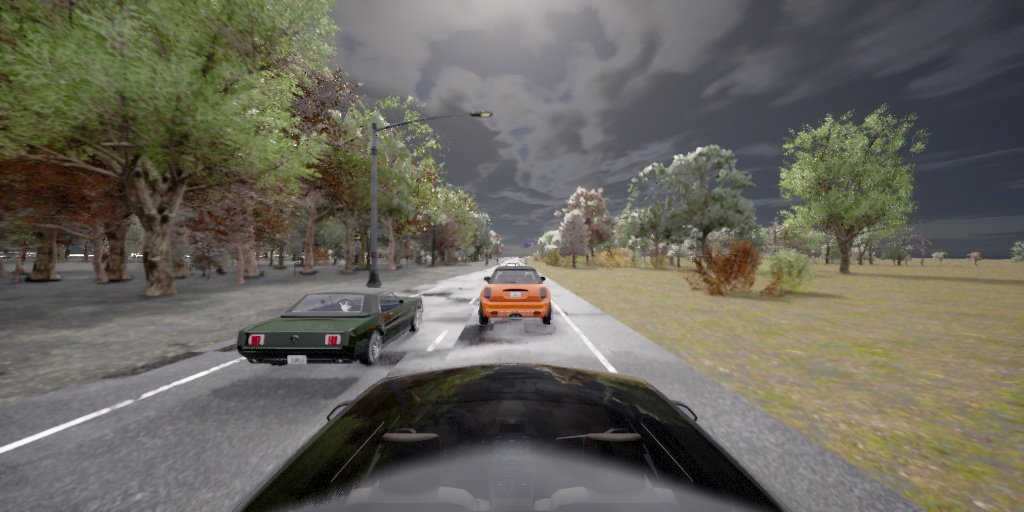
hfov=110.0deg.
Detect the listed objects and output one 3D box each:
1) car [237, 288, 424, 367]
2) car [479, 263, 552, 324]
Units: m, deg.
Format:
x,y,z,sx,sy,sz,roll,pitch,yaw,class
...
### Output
x,y,z,sx,sy,sz,roll,pitch,yaw,class
-3.380,1.352,7.894,1.895,1.301,4.718,0,0,0,car
0.100,1.104,12.189,2.097,1.767,4.553,0,0,0,car
